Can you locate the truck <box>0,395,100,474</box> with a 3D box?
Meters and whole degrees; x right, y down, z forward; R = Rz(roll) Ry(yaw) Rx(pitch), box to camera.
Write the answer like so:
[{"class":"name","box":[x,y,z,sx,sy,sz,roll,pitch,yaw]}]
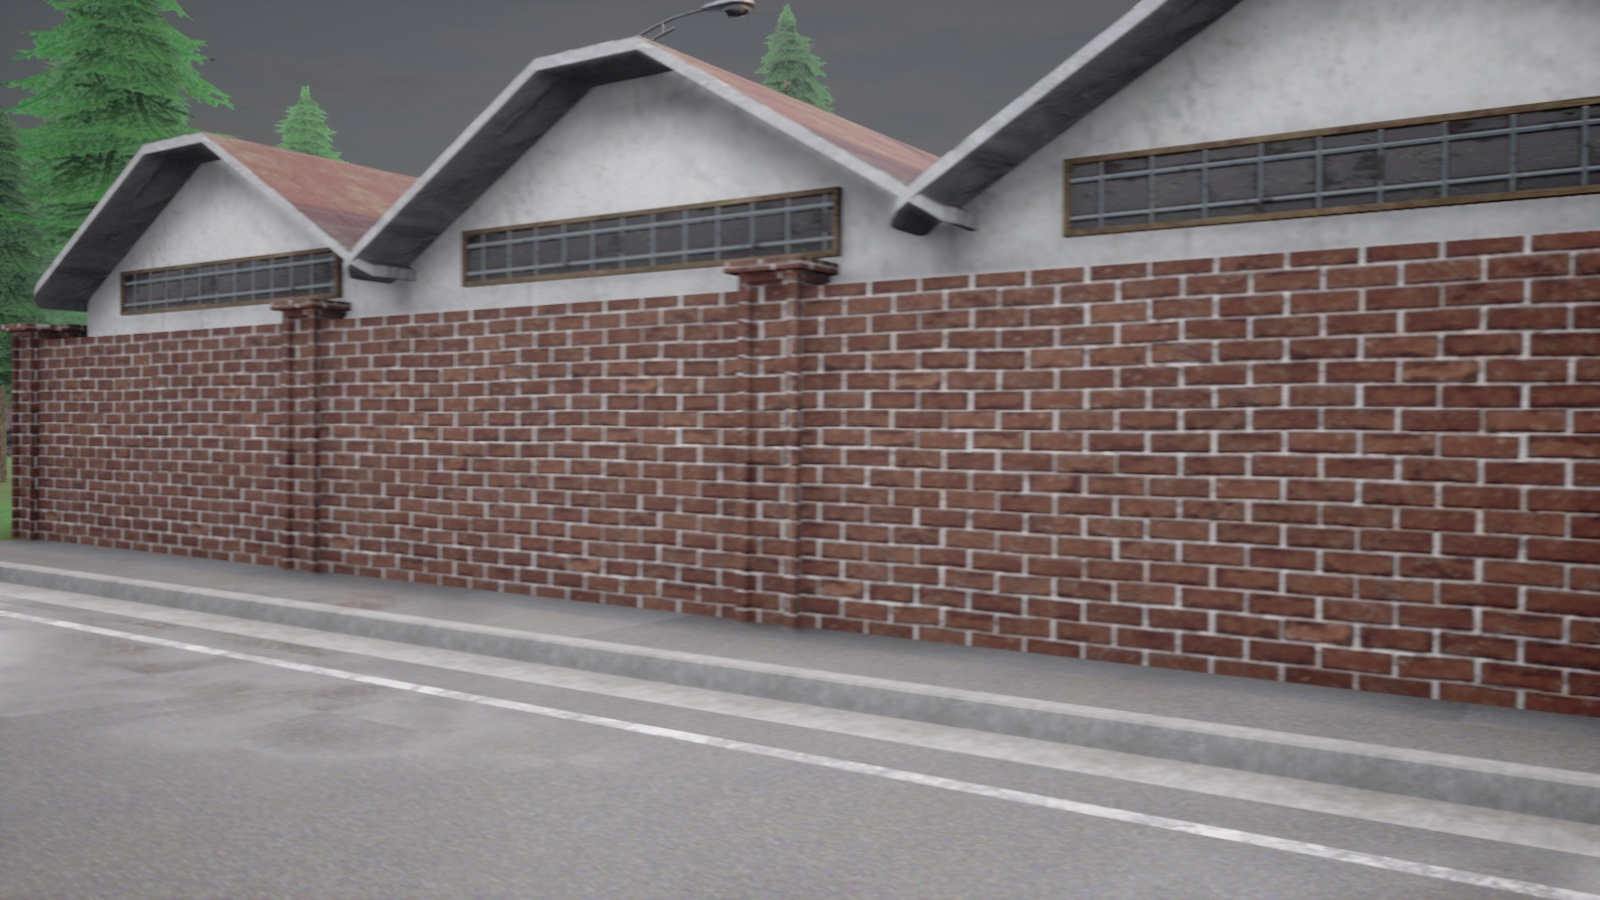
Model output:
[{"class":"truck","box":[-36.558,-0.697,56.914,7.936,3.462,2.891,-1,1,-5]}]
